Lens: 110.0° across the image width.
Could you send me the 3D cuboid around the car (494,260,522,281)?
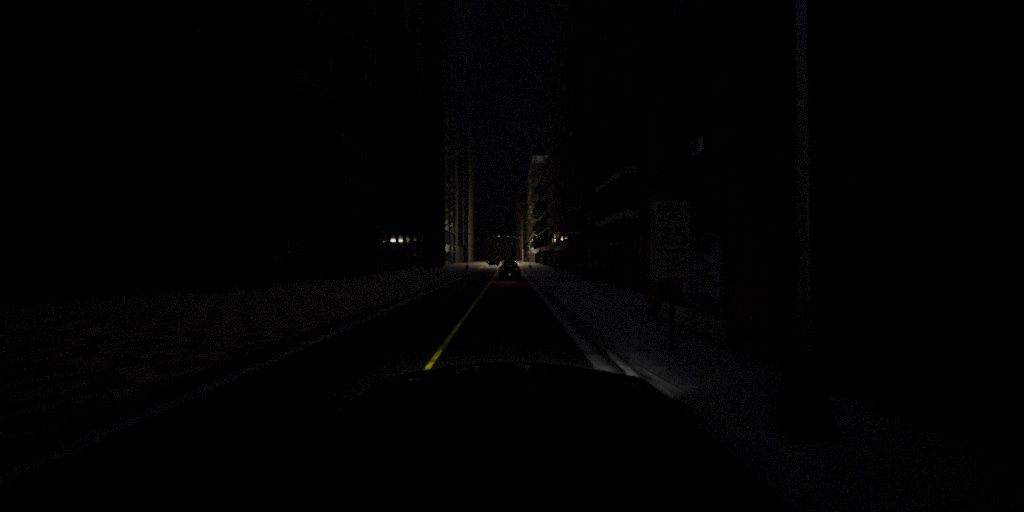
[{"bbox_3d":[-0.194,1.318,31.720,2.128,1.511,4.902,0,0,0],"label":"car"}]
